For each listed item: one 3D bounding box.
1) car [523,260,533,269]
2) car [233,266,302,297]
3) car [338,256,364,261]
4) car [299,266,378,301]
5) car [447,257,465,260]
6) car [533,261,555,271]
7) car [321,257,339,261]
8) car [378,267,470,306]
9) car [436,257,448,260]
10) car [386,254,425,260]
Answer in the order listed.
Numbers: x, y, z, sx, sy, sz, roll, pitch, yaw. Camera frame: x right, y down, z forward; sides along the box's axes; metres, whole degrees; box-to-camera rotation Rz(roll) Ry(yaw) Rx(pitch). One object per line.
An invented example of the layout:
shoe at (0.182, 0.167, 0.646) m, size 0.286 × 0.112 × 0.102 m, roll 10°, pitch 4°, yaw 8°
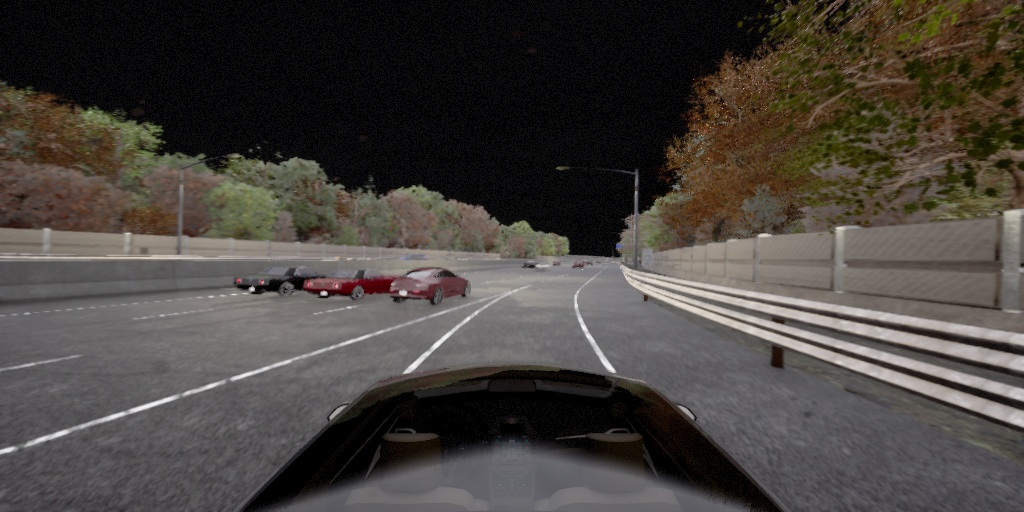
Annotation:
car at (3.429, 1.513, 64.270) m, size 1.882 × 1.535 × 5.008 m, roll 1°, pitch 0°, yaw 16°
car at (-10.144, 1.115, 16.951) m, size 1.895 × 1.301 × 4.718 m, roll 1°, pitch 0°, yaw 16°
car at (-19.846, 1.011, 46.775) m, size 1.895 × 1.301 × 4.718 m, roll 1°, pitch 0°, yaw 17°
car at (-6.737, 1.195, 16.137) m, size 1.895 × 1.301 × 4.718 m, roll 1°, pitch 0°, yaw 16°
car at (-8.446, 1.287, 60.989) m, size 2.033 × 1.411 × 5.357 m, roll 1°, pitch 0°, yaw 16°
car at (5.156, 1.648, 57.605) m, size 1.895 × 1.301 × 4.718 m, roll 1°, pitch 0°, yaw 16°
car at (-23.273, 0.810, 47.518) m, size 1.882 × 1.535 × 5.008 m, roll 1°, pitch 0°, yaw 17°
car at (-3.335, 1.197, 15.250) m, size 1.812 × 1.442 × 4.674 m, roll 1°, pitch 0°, yaw 16°
car at (-11.990, 1.159, 61.339) m, size 1.837 × 1.490 × 4.892 m, roll 1°, pitch 0°, yaw 16°
car at (-12.967, 0.787, 45.379) m, size 2.150 × 2.045 × 5.566 m, roll 1°, pitch 0°, yaw 17°
